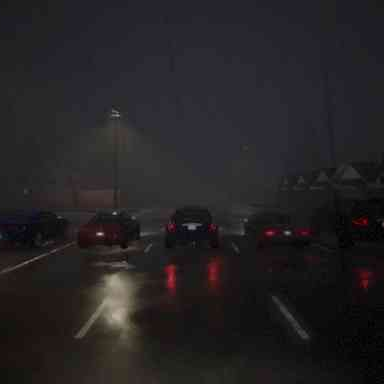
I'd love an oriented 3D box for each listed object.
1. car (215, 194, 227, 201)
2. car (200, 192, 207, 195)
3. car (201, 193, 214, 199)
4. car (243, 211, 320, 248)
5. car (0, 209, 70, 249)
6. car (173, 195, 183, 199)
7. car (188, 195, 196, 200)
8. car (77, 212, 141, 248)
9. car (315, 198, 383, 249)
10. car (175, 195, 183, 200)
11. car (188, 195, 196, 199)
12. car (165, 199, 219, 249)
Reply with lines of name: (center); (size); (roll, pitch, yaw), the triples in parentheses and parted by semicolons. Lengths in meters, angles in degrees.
car: (7.000, 1.359, 77.842); (1.882, 1.535, 5.008); (0, 0, 0)
car: (3.500, 1.138, 92.453); (2.150, 2.045, 5.566); (0, 0, 0)
car: (3.500, 1.490, 78.191); (1.895, 1.301, 4.718); (0, 0, 0)
car: (3.500, 1.560, 14.650); (2.033, 1.411, 5.357); (0, 0, 0)
car: (-7.036, 1.482, 14.650); (1.882, 1.535, 5.008); (0, 0, 0)
car: (-3.500, 1.438, 78.257); (2.033, 1.411, 5.357); (0, 0, 0)
car: (0.000, 1.398, 91.592); (1.994, 1.385, 4.181); (0, 0, 0)
car: (-3.500, 1.569, 14.650); (1.994, 1.385, 4.181); (0, 0, 0)
car: (7.000, 1.255, 14.680); (2.150, 2.045, 5.566); (0, 0, 0)
car: (-3.500, 1.398, 91.592); (1.994, 1.385, 4.181); (0, 0, 0)
car: (0.000, 1.424, 78.257); (2.128, 1.511, 4.902); (0, 0, 0)
car: (0.000, 1.363, 14.620); (2.097, 1.767, 4.553); (0, 0, 0)
